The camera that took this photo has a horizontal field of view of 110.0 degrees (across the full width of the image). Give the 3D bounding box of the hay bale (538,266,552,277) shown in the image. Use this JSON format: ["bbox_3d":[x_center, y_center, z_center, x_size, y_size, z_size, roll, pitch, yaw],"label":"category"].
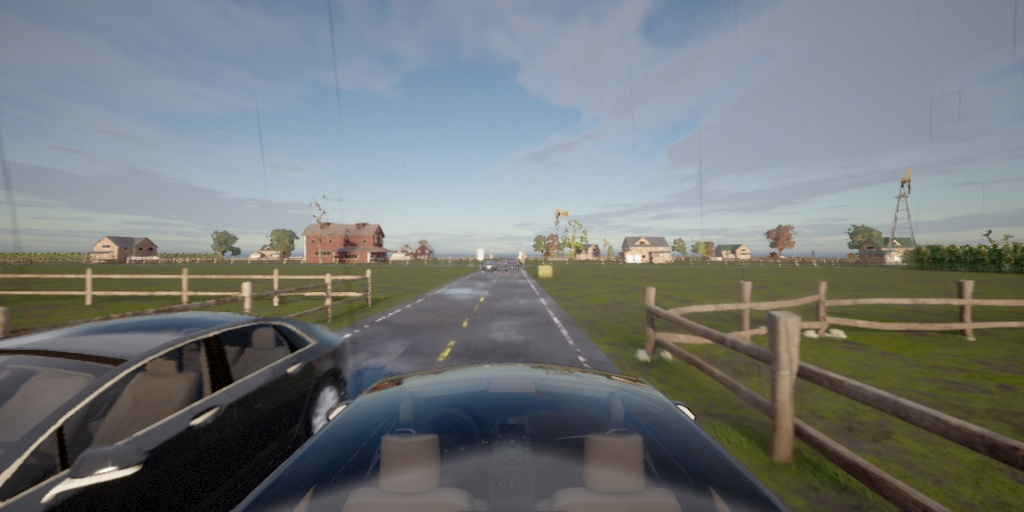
[{"bbox_3d":[3.121,1.393,33.850,1.220,1.180,1.240,0,0,0],"label":"hay bale"}]

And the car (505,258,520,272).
[{"bbox_3d":[0.042,1.222,46.654,2.128,1.511,4.902,0,0,1],"label":"car"}]

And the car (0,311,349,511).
[{"bbox_3d":[-2.850,1.254,2.377,1.837,1.490,4.892,0,0,0],"label":"car"}]

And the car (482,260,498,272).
[{"bbox_3d":[-2.825,1.223,46.887,2.128,1.511,4.902,0,0,0],"label":"car"}]
